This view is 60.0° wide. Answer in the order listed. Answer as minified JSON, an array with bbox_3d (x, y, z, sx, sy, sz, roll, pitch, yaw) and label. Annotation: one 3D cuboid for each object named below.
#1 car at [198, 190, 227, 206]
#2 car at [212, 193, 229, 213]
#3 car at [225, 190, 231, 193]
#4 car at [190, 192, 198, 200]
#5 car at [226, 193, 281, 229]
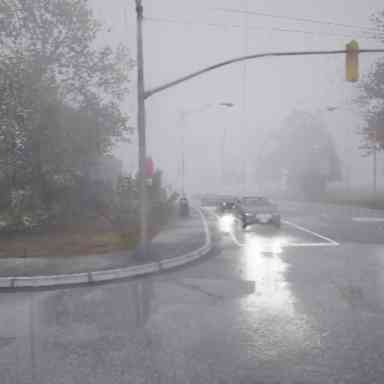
[{"bbox_3d":[2.220,0.819,37.774,1.837,1.490,4.892,-1,0,-7],"label":"car"},{"bbox_3d":[3.081,0.968,27.654,1.895,1.301,4.718,-1,1,-3],"label":"car"},{"bbox_3d":[5.214,0.460,56.986,2.097,1.767,4.553,-2,1,-19],"label":"car"},{"bbox_3d":[1.449,0.750,57.274,2.033,1.411,5.357,-2,0,-22],"label":"car"},{"bbox_3d":[3.285,0.992,17.627,2.128,1.511,4.902,-1,1,0],"label":"car"}]
